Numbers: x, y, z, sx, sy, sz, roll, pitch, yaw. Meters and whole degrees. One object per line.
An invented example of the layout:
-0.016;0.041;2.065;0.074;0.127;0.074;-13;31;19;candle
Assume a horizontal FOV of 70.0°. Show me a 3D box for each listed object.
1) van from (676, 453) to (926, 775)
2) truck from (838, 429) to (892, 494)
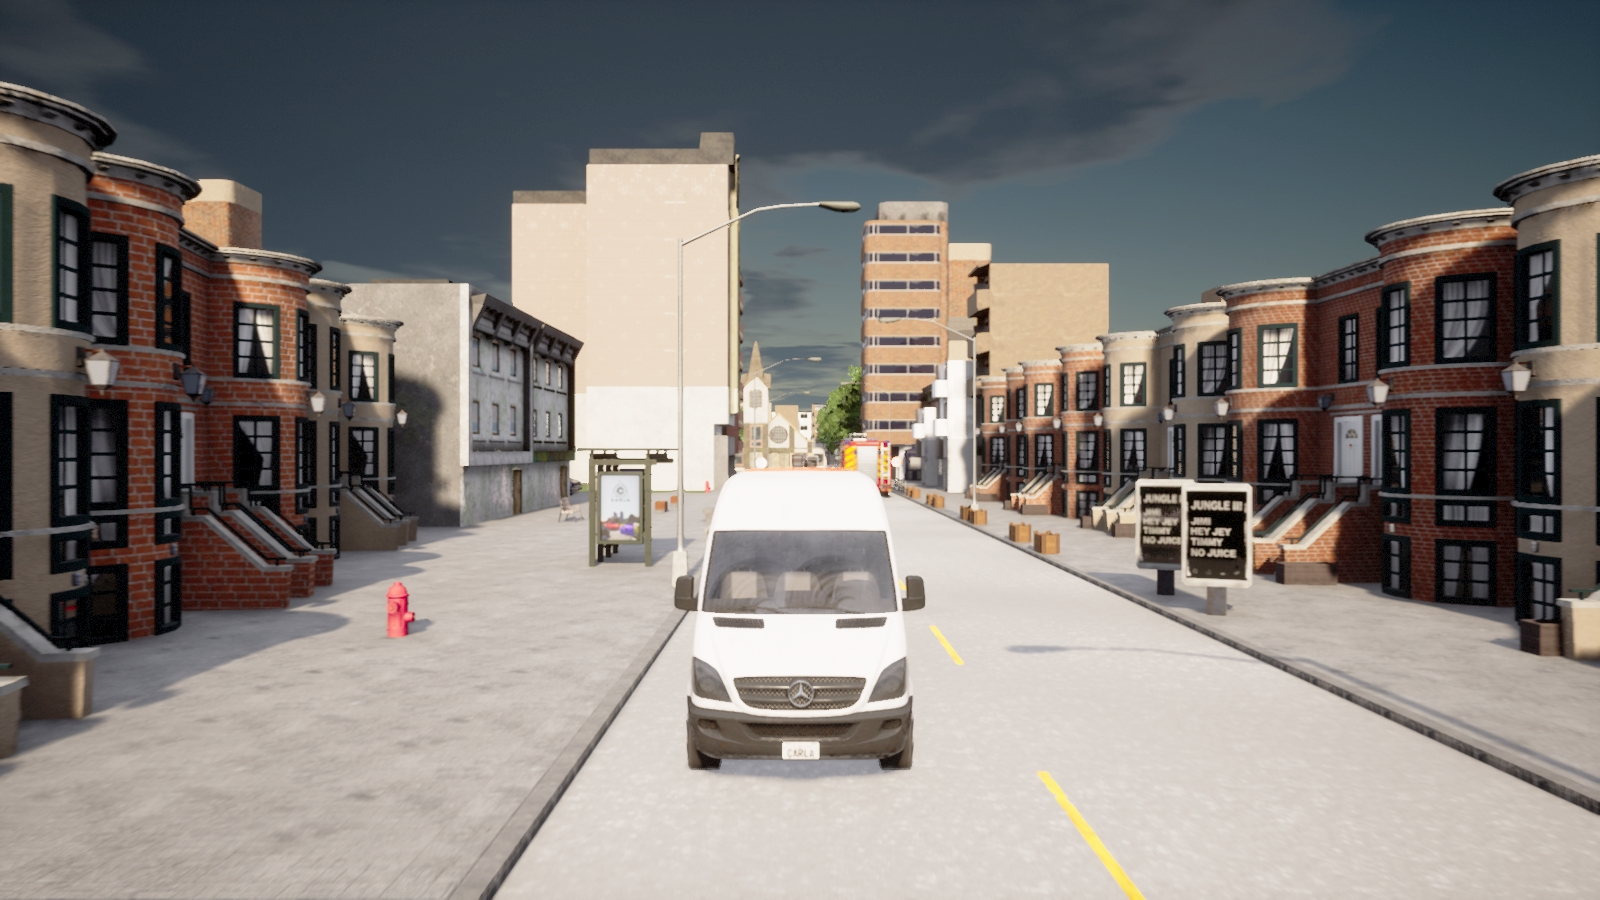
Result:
0.006;1.315;12.052;1.988;2.561;5.915;0;0;0;van
3.977;0.669;71.485;2.891;3.827;8.468;0;0;0;truck
